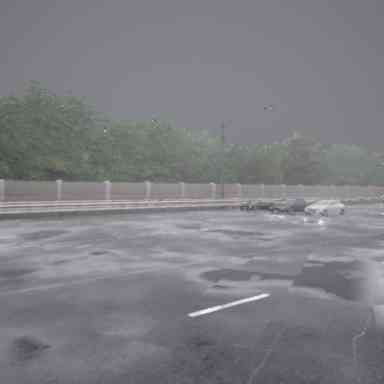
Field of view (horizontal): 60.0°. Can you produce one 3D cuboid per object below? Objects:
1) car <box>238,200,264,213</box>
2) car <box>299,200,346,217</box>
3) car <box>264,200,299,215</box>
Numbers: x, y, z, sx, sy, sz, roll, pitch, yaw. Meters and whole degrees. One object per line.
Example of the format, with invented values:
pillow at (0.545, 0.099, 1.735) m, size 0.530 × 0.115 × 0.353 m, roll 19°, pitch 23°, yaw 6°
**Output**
car at (7.136, 1.489, 35.065) m, size 4.718 × 1.301 × 1.895 m, roll 1°, pitch 1°, yaw -37°
car at (12.111, 1.436, 30.049) m, size 4.674 × 1.442 × 1.812 m, roll 0°, pitch 0°, yaw -37°
car at (9.958, 1.451, 32.812) m, size 5.357 × 1.411 × 2.033 m, roll 0°, pitch 0°, yaw -37°
